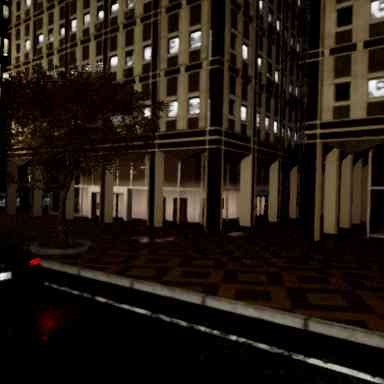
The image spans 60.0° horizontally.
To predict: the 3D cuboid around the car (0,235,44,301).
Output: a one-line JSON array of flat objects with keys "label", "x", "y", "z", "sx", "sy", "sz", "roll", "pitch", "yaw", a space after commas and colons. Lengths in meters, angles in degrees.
[{"label": "car", "x": -5.157, "y": 1.540, "z": 7.362, "sx": 4.181, "sy": 1.385, "sz": 1.994, "roll": 0, "pitch": 0, "yaw": 36}]
